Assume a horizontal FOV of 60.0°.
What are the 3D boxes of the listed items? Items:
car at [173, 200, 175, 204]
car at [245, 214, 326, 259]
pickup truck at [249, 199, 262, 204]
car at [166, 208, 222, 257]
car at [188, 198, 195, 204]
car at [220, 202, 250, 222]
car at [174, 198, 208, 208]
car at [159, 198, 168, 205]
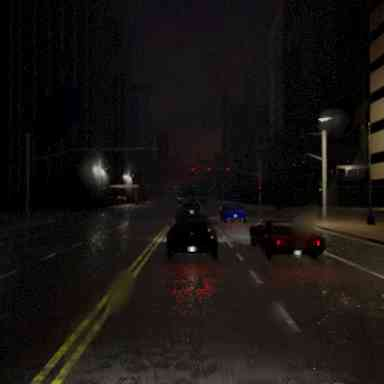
[{"bbox_3d":[-3.511,2.413,82.565,1.994,1.385,4.181,0,-1,0],"label":"car"},{"bbox_3d":[3.518,1.740,13.225,1.895,1.301,4.718,0,-1,0],"label":"car"},{"bbox_3d":[16.610,1.951,85.533,2.390,2.098,6.274,0,-1,31],"label":"pickup truck"},{"bbox_3d":[0.022,1.649,13.485,1.837,1.490,4.892,0,0,1],"label":"car"},{"bbox_3d":[-0.012,2.421,89.695,1.837,1.490,4.892,0,-1,0],"label":"car"},{"bbox_3d":[3.522,1.783,29.215,1.882,1.535,5.008,0,0,0],"label":"car"},{"bbox_3d":[-0.180,1.648,28.387,2.097,1.767,4.553,0,-1,-4],"label":"car"},{"bbox_3d":[-7.011,2.215,82.597,2.097,1.767,4.553,0,-1,0],"label":"car"}]
